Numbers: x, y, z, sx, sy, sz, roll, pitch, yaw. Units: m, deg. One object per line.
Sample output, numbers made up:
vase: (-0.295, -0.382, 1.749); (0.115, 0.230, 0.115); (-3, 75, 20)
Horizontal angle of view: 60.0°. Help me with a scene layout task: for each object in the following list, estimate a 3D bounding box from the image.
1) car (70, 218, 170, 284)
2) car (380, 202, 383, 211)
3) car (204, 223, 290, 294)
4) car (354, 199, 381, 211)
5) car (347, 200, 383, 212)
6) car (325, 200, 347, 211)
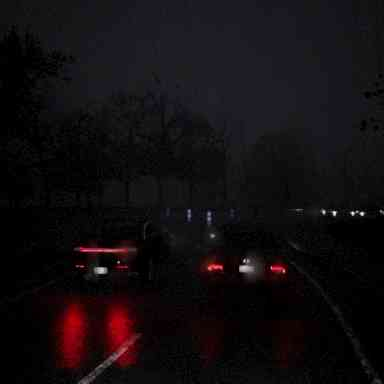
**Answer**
car: (-1.801, 1.491, 9.646); (2.128, 1.511, 4.902); (0, 0, 4)
car: (35.253, 2.597, 58.829); (4.892, 1.490, 1.837); (3, -2, -38)
car: (1.413, 1.547, 8.971); (2.033, 1.411, 5.357); (0, 0, 8)
car: (28.111, 2.132, 53.194); (4.553, 1.767, 2.097); (3, -2, -39)
car: (23.817, 2.047, 45.345); (5.357, 1.411, 2.033); (2, -1, -38)
car: (20.948, 1.948, 47.544); (5.008, 1.535, 1.882); (2, -1, -38)
